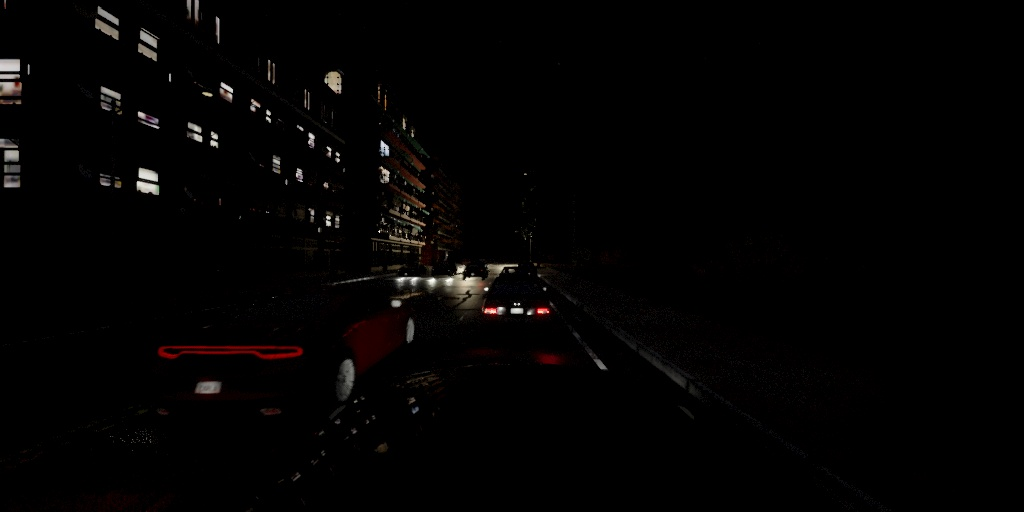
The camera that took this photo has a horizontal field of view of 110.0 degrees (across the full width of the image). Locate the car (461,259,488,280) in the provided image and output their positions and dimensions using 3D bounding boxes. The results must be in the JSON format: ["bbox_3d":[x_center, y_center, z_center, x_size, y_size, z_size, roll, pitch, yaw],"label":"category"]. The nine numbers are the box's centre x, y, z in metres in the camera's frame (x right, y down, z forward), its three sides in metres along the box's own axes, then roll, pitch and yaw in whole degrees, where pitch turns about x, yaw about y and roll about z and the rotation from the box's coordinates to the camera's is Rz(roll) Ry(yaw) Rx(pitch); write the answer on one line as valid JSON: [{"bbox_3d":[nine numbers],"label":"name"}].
[{"bbox_3d":[-3.127,1.279,31.135,1.812,1.442,4.674,0,0,1],"label":"car"}]

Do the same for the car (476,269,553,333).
[{"bbox_3d":[0.108,1.299,10.684,2.033,1.411,5.357,0,0,0],"label":"car"}]

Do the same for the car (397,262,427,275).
[{"bbox_3d":[-9.832,1.301,35.907,2.033,1.411,5.357,0,0,0],"label":"car"}]

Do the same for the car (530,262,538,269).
[{"bbox_3d":[1.154,1.259,30.813,1.837,1.490,4.892,0,0,0],"label":"car"}]

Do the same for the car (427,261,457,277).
[{"bbox_3d":[-6.581,1.231,35.085,1.882,1.535,5.008,0,0,0],"label":"car"}]

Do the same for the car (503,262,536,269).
[{"bbox_3d":[0.110,1.301,21.045,2.033,1.411,5.357,0,0,0],"label":"car"}]

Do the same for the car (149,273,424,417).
[{"bbox_3d":[-3.148,1.228,6.195,1.882,1.535,5.008,0,0,0],"label":"car"}]
